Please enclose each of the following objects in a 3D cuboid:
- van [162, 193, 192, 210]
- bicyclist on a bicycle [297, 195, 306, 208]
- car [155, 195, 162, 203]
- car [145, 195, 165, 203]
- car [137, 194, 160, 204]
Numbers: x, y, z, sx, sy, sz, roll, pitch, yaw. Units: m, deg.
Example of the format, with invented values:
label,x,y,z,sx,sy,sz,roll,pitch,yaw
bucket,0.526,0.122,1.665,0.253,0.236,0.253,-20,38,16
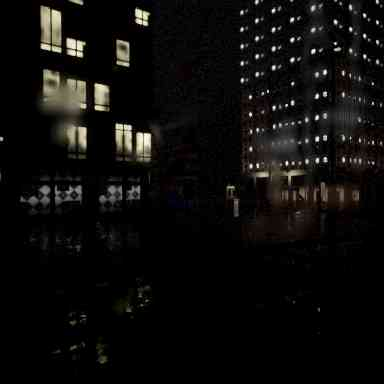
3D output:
label,x,y,z,sx,sy,sz,roll,pitch,yaw
van,-1.543,1.210,40.180,1.690,1.788,3.998,0,0,-34
bicyclist on a bicycle,12.847,1.118,39.129,1.656,1.620,0.582,-1,1,-34
car,-3.936,1.035,58.637,2.192,1.841,5.009,0,0,-34
car,-7.045,1.238,63.222,1.887,1.381,4.507,0,0,-34
car,-7.869,1.204,59.809,1.882,1.535,5.008,-1,1,-34
